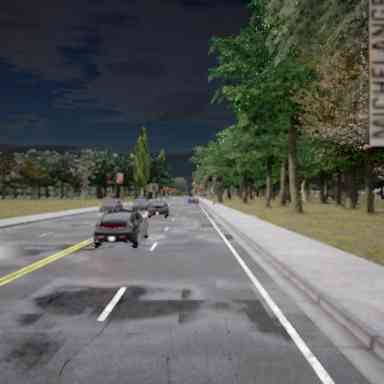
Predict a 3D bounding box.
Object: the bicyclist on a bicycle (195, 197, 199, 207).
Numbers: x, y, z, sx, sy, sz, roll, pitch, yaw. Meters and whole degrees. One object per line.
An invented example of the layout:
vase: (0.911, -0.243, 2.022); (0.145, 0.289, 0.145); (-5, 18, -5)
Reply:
bicyclist on a bicycle: (0.900, 1.748, 51.722); (0.582, 1.620, 1.656); (0, -1, 0)

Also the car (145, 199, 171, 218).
car: (-3.146, 1.685, 32.610); (1.837, 1.490, 4.892); (0, 0, 0)

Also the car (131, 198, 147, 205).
car: (-6.580, 1.596, 43.301); (2.097, 1.767, 4.553); (0, 0, 0)

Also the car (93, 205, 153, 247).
car: (-3.148, 1.588, 15.462); (1.837, 1.490, 4.892); (0, 0, 0)

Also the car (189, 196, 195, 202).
car: (0.010, 1.949, 93.973); (1.812, 1.442, 4.674); (0, 0, 0)

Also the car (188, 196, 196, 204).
car: (0.009, 1.935, 78.398); (1.882, 1.535, 5.008); (0, 0, 0)

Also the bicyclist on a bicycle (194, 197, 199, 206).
bicyclist on a bicycle: (0.912, 1.798, 62.626); (0.866, 1.612, 1.509); (0, 0, 0)

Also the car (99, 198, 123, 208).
car: (-9.831, 1.580, 40.809); (2.097, 1.767, 4.553); (0, 0, 0)
